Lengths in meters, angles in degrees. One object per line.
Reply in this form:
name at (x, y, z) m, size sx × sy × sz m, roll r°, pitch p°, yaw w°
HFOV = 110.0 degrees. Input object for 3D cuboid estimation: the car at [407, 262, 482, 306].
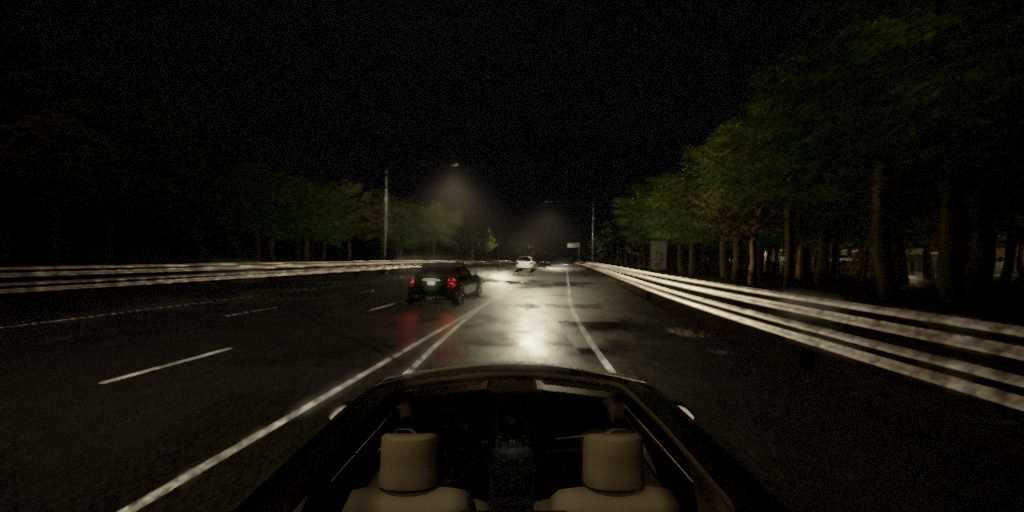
car at (-2.757, 1.060, 15.696) m, size 2.097 × 1.767 × 4.553 m, roll 1°, pitch 0°, yaw 8°

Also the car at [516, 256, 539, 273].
car at (1.866, 1.071, 46.623) m, size 2.150 × 2.045 × 5.566 m, roll 1°, pitch 0°, yaw 9°
